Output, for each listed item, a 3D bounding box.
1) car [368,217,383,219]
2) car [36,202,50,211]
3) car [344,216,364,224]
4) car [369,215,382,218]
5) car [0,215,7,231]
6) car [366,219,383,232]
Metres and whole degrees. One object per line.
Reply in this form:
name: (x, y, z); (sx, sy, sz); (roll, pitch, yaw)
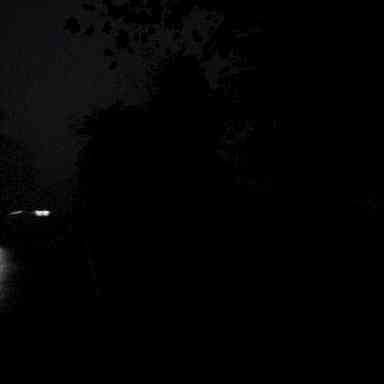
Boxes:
car: (25.358, 4.804, 47.121); (4.792, 1.488, 2.163); (3, -2, -19)
car: (-26.856, 2.639, 60.086); (2.128, 1.511, 4.902); (3, -2, -19)
car: (24.236, 4.820, 49.665); (5.366, 1.575, 1.946); (3, -2, -19)
car: (34.645, 5.511, 60.015); (5.008, 1.535, 2.097); (3, -2, -19)
car: (-13.301, 1.936, 21.221); (1.895, 1.301, 4.718); (3, -2, -19)
car: (26.229, 4.735, 44.478); (4.792, 1.488, 2.163); (3, -2, -19)
